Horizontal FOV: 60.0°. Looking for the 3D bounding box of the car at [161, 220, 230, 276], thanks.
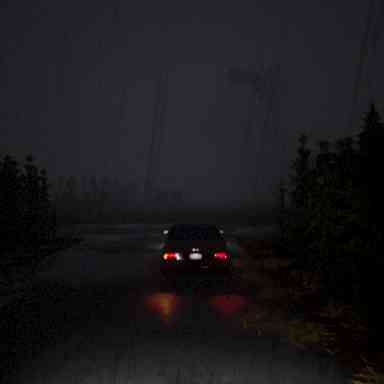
[{"bbox_3d":[0.055,1.596,10.455,2.033,1.411,5.357,0,0,-1],"label":"car"}]
